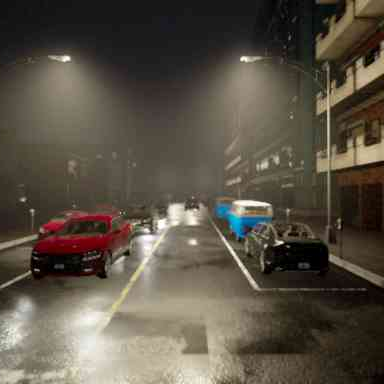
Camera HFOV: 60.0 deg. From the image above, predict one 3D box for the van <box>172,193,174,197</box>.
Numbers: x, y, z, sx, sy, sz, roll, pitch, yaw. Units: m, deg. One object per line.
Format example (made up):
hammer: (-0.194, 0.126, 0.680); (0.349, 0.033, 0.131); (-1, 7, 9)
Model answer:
van: (-5.668, 1.218, 77.136); (1.690, 1.788, 3.998); (1, 0, 0)

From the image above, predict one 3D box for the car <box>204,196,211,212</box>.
car: (2.705, 1.480, 38.282); (1.752, 1.417, 4.829); (1, 0, 0)

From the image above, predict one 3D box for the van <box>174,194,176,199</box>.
van: (-5.667, 1.191, 88.296); (1.690, 1.788, 3.998); (1, 0, 0)

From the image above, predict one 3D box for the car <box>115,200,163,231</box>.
car: (-3.086, 1.484, 20.306); (1.837, 1.490, 4.892); (0, 0, 0)

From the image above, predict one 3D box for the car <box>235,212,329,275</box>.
car: (2.702, 1.540, 10.209); (2.008, 1.369, 4.403); (1, 0, 0)

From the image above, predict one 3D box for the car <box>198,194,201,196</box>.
car: (0.002, 1.482, 50.132); (2.033, 1.411, 5.357); (0, 0, 0)

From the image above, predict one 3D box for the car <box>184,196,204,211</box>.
car: (0.003, 1.500, 39.694); (2.033, 1.411, 5.357); (0, 0, 0)

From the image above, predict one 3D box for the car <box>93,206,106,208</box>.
car: (-5.678, 1.566, 15.754); (1.802, 1.307, 4.206); (1, 0, 0)

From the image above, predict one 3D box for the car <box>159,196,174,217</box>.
car: (-3.085, 1.457, 30.680); (2.128, 1.511, 4.902); (0, 0, 0)

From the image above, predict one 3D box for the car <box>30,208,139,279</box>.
car: (-3.088, 1.467, 10.263); (1.882, 1.535, 5.008); (0, 0, 0)

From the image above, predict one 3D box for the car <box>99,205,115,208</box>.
car: (-5.677, 1.522, 21.335); (1.887, 1.381, 4.507); (1, 0, 0)

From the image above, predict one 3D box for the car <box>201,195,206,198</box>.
car: (2.706, 1.502, 49.274); (1.947, 1.339, 4.313); (1, 0, 0)

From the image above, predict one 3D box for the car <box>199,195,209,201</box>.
car: (2.709, 1.428, 77.178); (2.008, 1.369, 4.403); (1, 0, 0)

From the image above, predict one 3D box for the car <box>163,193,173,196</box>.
car: (-5.673, 1.456, 71.556); (1.947, 1.339, 4.313); (1, 0, 0)

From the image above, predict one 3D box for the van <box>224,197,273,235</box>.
van: (2.706, 1.325, 15.788); (1.690, 1.788, 3.998); (1, 0, 0)

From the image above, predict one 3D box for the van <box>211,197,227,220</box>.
van: (2.707, 1.312, 26.951); (1.690, 1.788, 3.998); (1, 0, 0)

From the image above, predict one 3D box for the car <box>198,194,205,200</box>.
car: (2.712, 1.275, 93.919); (1.967, 1.590, 4.097); (1, 0, 0)
